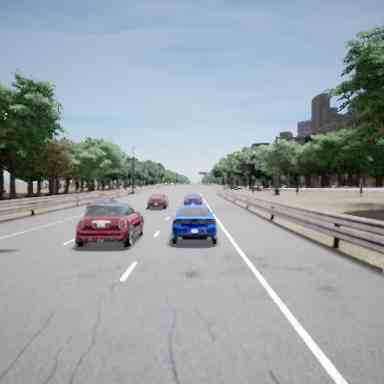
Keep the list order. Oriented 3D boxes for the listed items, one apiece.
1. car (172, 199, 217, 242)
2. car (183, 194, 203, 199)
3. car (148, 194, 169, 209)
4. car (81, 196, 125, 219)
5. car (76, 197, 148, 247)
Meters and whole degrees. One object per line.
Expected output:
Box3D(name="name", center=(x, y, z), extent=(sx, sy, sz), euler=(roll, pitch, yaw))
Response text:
Box3D(name="car", center=(0.101, 1.337, 15.505), extent=(1.882, 1.535, 5.008), euler=(0, 1, 0))
Box3D(name="car", center=(0.101, 0.893, 33.707), extent=(1.812, 1.442, 4.674), euler=(0, 2, 0))
Box3D(name="car", center=(-3.399, 0.893, 33.711), extent=(1.812, 1.442, 4.674), euler=(0, 2, 0))
Box3D(name="car", center=(-6.897, 1.139, 26.488), extent=(2.033, 1.411, 5.357), euler=(0, 2, 0))
Box3D(name="car", center=(-3.398, 1.229, 14.591), extent=(2.097, 1.767, 4.553), euler=(0, 1, 0))
